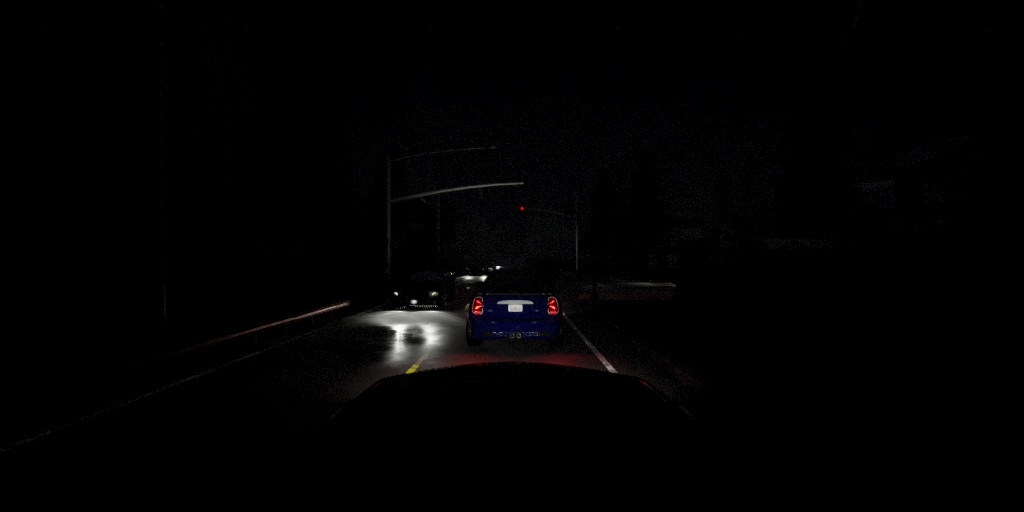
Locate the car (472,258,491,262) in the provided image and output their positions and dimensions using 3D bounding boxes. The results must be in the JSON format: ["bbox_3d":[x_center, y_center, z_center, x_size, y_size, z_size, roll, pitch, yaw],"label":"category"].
[{"bbox_3d":[-3.600,1.228,38.091,1.882,1.535,5.008,0,0,0],"label":"car"}]

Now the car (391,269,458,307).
[{"bbox_3d":[-3.593,1.297,15.805,2.033,1.411,5.357,0,0,0],"label":"car"}]

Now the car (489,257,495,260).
[{"bbox_3d":[-3.592,1.103,55.710,2.097,1.767,4.553,0,0,0],"label":"car"}]

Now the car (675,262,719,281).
[{"bbox_3d":[14.864,1.259,27.095,4.553,1.767,2.097,0,0,5],"label":"car"}]

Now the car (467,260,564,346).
[{"bbox_3d":[0.078,1.102,9.560,2.097,1.767,4.553,0,0,0],"label":"car"}]
